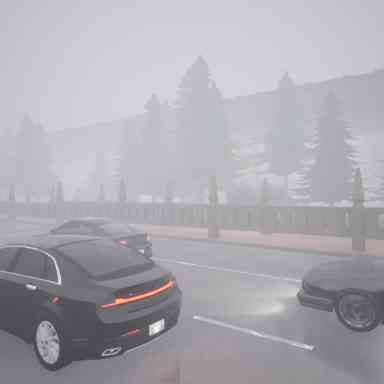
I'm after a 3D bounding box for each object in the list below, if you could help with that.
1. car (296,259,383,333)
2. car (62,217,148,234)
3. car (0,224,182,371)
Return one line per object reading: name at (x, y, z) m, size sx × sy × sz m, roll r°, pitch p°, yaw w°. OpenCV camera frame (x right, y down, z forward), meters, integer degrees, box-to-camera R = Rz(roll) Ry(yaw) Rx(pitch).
car at (4.492, 1.547, 5.087) m, size 5.357 × 1.411 × 2.033 m, roll 0°, pitch 0°, yaw 35°
car at (-3.320, 1.526, 10.651) m, size 4.674 × 1.442 × 1.812 m, roll 0°, pitch 0°, yaw 35°
car at (-2.428, 1.505, 5.721) m, size 4.892 × 1.490 × 1.837 m, roll 0°, pitch 0°, yaw 35°
